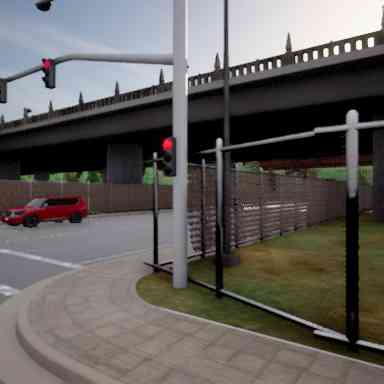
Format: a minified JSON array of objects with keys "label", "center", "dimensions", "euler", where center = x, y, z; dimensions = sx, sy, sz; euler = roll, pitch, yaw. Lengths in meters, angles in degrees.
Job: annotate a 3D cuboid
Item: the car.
[{"label":"car","center":[-9.947,1.318,22.988],"dimensions":[2.150,2.045,5.566],"euler":[0,0,35]}]
